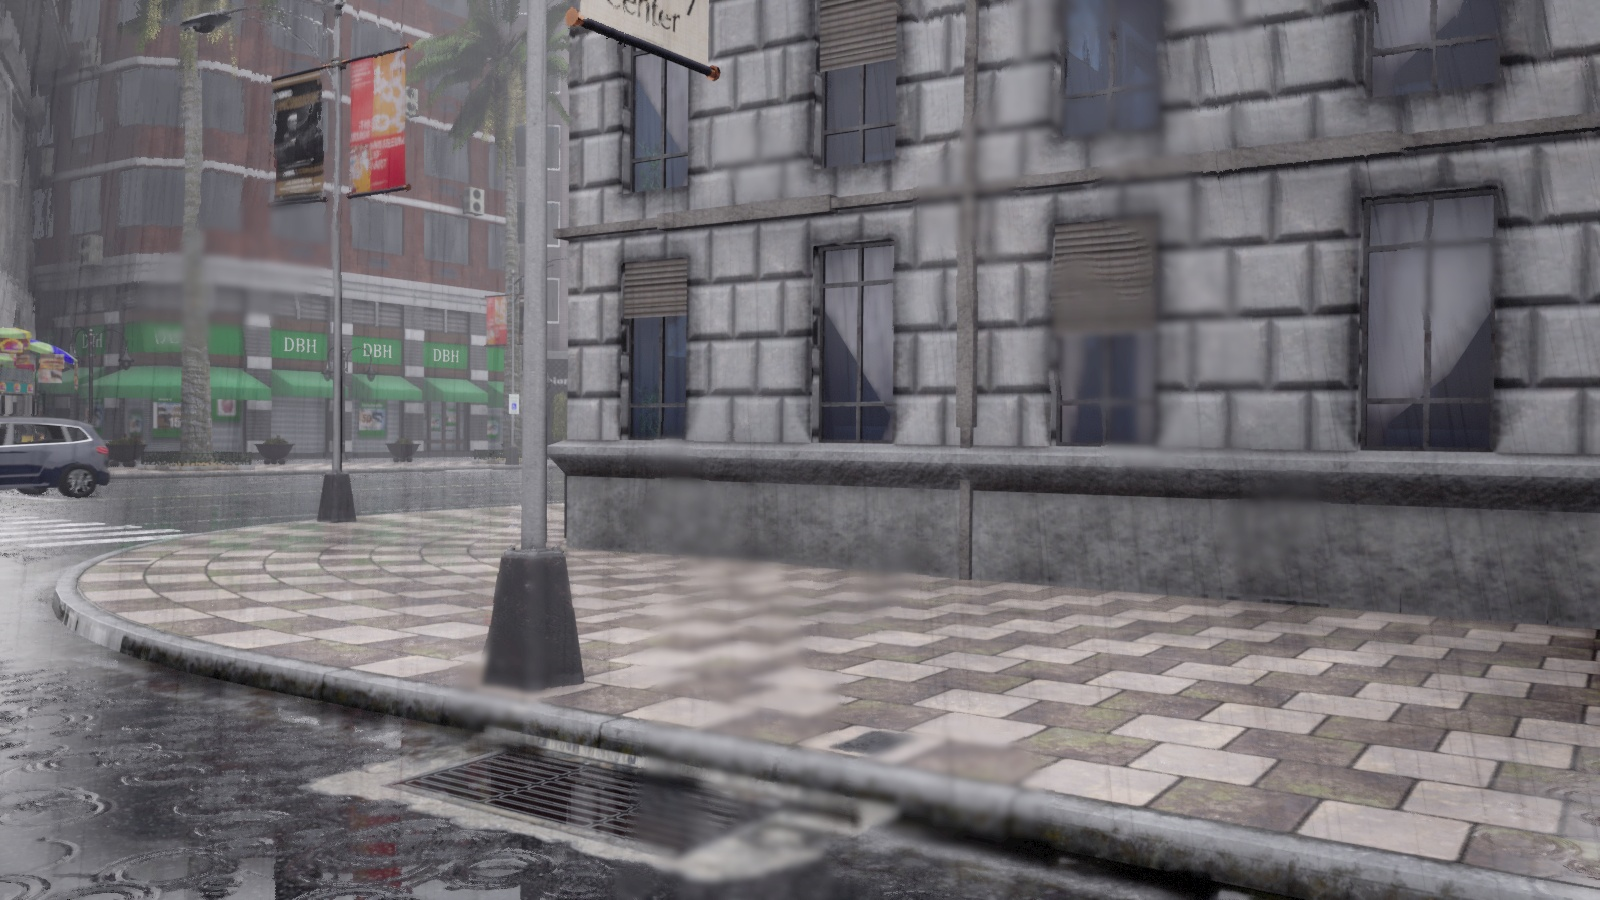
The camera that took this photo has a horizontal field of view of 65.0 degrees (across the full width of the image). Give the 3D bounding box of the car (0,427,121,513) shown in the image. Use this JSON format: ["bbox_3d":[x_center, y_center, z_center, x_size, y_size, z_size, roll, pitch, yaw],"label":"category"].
[{"bbox_3d":[-16.467,0.383,25.035,2.242,1.667,4.611,0,1,34],"label":"car"}]
